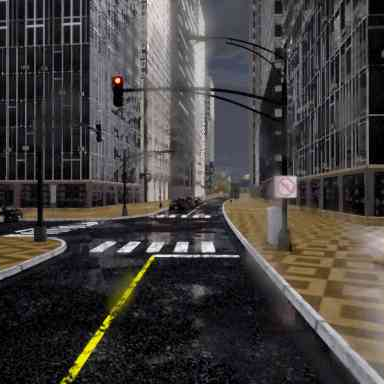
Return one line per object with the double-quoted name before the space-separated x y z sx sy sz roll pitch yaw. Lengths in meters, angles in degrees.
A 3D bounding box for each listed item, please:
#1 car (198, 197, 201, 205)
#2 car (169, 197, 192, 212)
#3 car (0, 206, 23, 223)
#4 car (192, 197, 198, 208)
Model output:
"car" 0.502 1.501 58.404 1.994 1.385 4.181 0 0 7
"car" -1.486 1.450 38.637 1.882 1.535 5.008 0 0 5
"car" -16.520 1.854 28.032 4.403 1.369 2.008 -1 1 10
"car" -0.604 1.462 48.445 1.837 1.490 4.892 0 0 6
